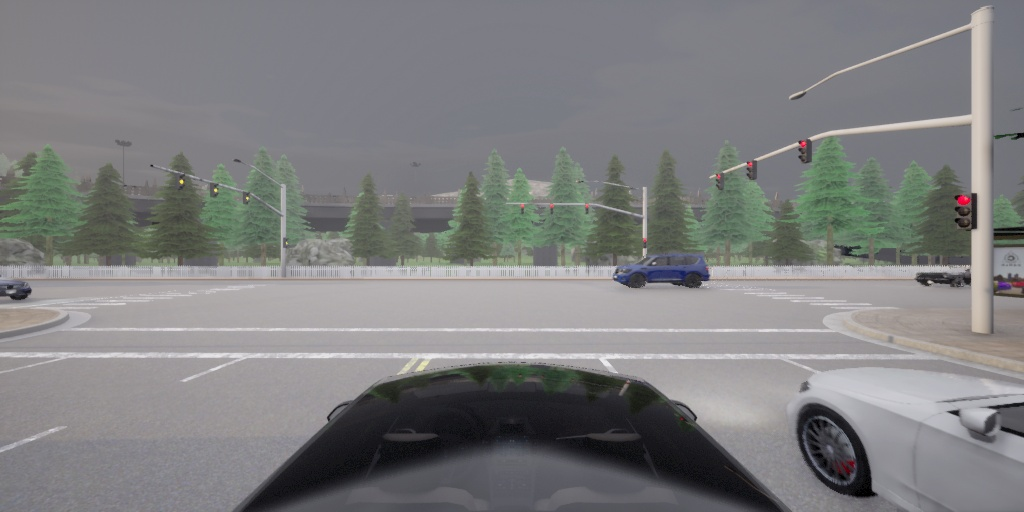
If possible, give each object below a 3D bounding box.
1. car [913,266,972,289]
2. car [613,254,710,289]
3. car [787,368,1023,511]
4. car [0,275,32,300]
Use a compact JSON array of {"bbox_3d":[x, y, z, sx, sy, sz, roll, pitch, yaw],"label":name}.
[{"bbox_3d":[27.966,1.295,22.050,4.718,1.301,1.895,0,0,1],"label":"car"},{"bbox_3d":[9.158,0.922,22.107,5.566,2.045,2.150,0,0,0],"label":"car"},{"bbox_3d":[3.596,1.276,1.521,1.812,1.442,4.674,0,0,0],"label":"car"},{"bbox_3d":[-23.174,1.220,14.920,4.674,1.442,1.812,0,0,0],"label":"car"}]
